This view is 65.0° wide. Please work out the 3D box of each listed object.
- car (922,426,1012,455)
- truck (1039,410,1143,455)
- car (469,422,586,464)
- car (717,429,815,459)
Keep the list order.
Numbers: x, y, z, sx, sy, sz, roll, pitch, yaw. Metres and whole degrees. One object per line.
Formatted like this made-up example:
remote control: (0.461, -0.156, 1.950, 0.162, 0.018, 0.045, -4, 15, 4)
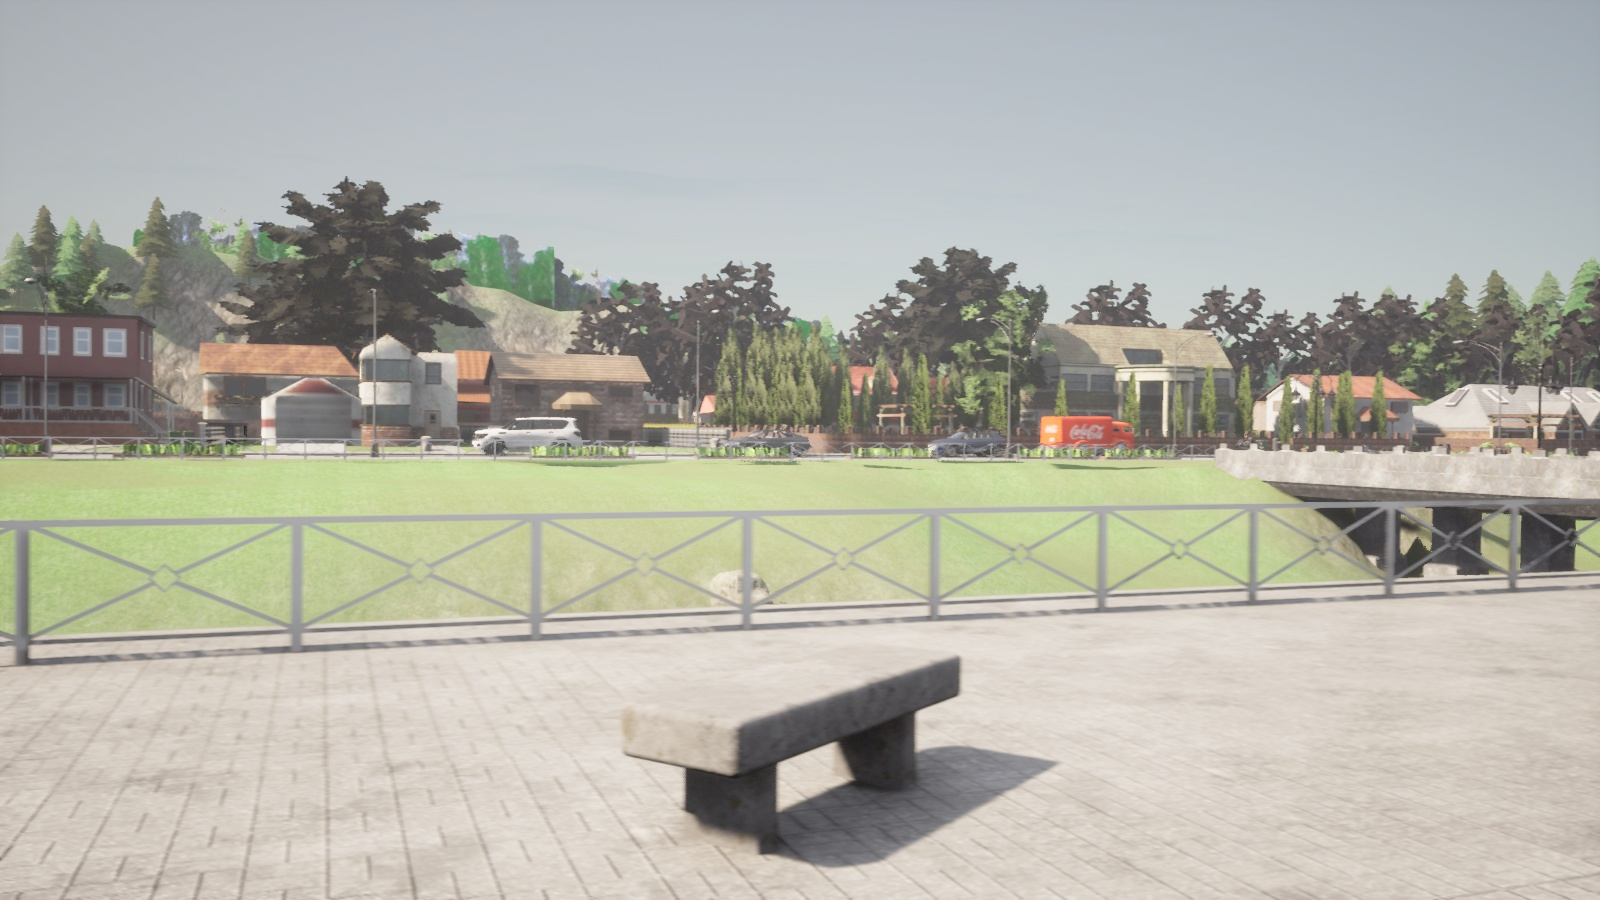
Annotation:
car: (9.759, -0.573, 73.462, 4.856, 1.649, 2.033, -1, 1, -21)
truck: (16.635, -1.037, 71.787, 5.204, 2.467, 2.627, -1, 1, -21)
car: (-13.994, -0.381, 64.448, 5.566, 2.045, 2.150, -1, 1, -21)
car: (-1.867, -0.349, 69.051, 4.902, 1.511, 2.128, -1, 1, -21)
